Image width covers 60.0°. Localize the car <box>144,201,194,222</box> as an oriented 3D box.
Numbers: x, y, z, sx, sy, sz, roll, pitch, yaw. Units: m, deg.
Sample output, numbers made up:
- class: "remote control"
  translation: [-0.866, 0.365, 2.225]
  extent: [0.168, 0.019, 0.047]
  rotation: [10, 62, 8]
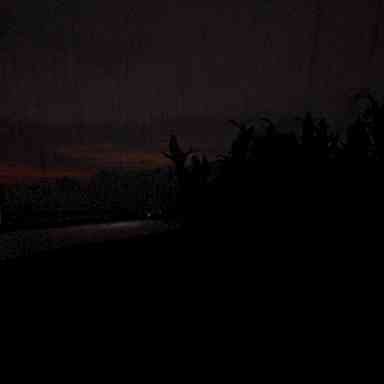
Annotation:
- class: "car"
  translation: [-1.757, 1.446, 26.512]
  extent: [2.128, 1.511, 4.902]
  rotation: [1, 0, 35]
